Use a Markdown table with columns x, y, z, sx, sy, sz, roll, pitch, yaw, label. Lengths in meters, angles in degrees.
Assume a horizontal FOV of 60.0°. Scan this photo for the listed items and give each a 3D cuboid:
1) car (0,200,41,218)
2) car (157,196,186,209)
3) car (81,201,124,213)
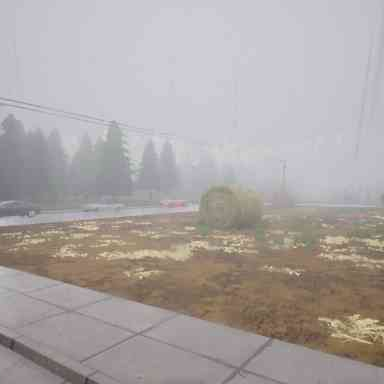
| x | y | z | sx | sy | sz | roll | pitch | yaw | label |
| --- | --- | --- | --- | --- | --- | --- | --- | --- | --- |
| -15.883 | 1.531 | 29.188 | 1.837 | 1.490 | 4.892 | 0 | 0 | 37 | car |
| -2.829 | 1.378 | 46.779 | 2.097 | 1.767 | 4.553 | 0 | 0 | 37 | car |
| -9.943 | 1.627 | 37.206 | 1.895 | 1.301 | 4.718 | 0 | 0 | 37 | car |
